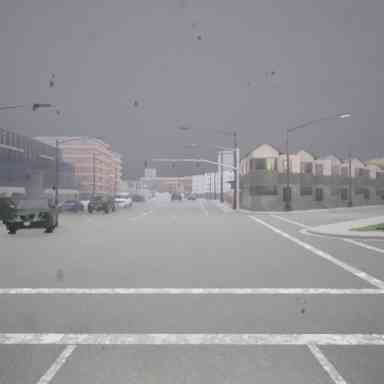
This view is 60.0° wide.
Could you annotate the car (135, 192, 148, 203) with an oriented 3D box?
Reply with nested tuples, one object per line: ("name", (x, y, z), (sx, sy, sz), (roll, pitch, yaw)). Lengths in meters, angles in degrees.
("car", (-10.584, 1.354, 66.823), (1.882, 1.535, 5.008), (0, 1, 1))

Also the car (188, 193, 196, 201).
("car", (-0.071, 1.419, 77.825), (1.895, 1.301, 4.718), (0, -1, 0))

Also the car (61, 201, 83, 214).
("car", (-14.144, 1.744, 39.294), (1.812, 1.442, 4.674), (0, 0, 0))

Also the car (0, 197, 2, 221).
("car", (-14.323, 1.351, 22.675), (2.150, 2.045, 5.566), (0, 0, 4))

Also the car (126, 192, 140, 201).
("car", (-14.073, 1.054, 79.642), (2.150, 2.045, 5.566), (0, 0, 0))

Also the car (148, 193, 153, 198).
("car", (-10.575, 0.996, 81.959), (1.812, 1.442, 4.674), (0, -1, 0))

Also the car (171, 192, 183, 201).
("car", (-3.570, 1.050, 77.111), (2.150, 2.045, 5.566), (0, 0, 0))

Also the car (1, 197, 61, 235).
("car", (-9.420, 1.328, 19.998), (2.150, 2.045, 5.566), (-1, 0, -17))

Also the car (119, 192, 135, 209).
("car", (-10.643, 1.367, 50.410), (2.150, 2.045, 5.566), (0, 1, 0))

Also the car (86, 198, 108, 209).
("car", (-14.137, 1.721, 49.620), (1.994, 1.385, 4.181), (0, 1, 0))

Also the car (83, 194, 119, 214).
("car", (-10.638, 1.438, 39.484), (2.150, 2.045, 5.566), (0, -1, 0))

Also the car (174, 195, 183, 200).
("car", (-3.581, 1.478, 87.804), (2.128, 1.511, 4.902), (0, -2, 0))

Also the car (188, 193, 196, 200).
("car", (-0.081, 1.138, 87.785), (2.097, 1.767, 4.553), (0, -2, 0))
